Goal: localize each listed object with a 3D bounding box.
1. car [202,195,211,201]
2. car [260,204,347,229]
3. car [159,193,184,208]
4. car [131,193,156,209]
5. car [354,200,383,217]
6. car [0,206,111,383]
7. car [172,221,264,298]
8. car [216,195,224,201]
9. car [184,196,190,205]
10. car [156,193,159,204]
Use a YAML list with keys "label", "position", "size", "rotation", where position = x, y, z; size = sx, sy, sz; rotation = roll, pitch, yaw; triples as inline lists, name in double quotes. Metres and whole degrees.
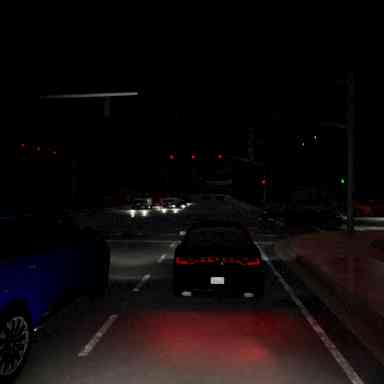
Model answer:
- label: "car"
  position: [3.639, 1.524, 84.720]
  size: [1.812, 1.442, 4.674]
  rotation: [0, 0, 5]
- label: "car"
  position: [6.797, 1.491, 21.011]
  size: [4.902, 1.511, 2.128]
  rotation: [0, 0, 5]
- label: "car"
  position: [-2.894, 1.221, 48.923]
  size: [2.150, 2.045, 5.566]
  rotation: [0, 0, 5]
- label: "car"
  position: [-6.724, 1.221, 45.313]
  size: [2.150, 2.045, 5.566]
  rotation: [0, 0, 3]
- label: "car"
  position: [16.746, 1.478, 30.951]
  size: [5.008, 1.535, 1.882]
  rotation: [0, 0, 5]
- label: "car"
  position: [-3.075, 1.221, 5.481]
  size: [2.150, 2.045, 5.566]
  rotation: [0, 0, 3]
- label: "car"
  position: [0.646, 1.478, 8.590]
  size: [1.882, 1.535, 5.008]
  rotation: [0, 0, 4]
- label: "car"
  position: [7.156, 1.552, 84.781]
  size: [1.994, 1.385, 4.181]
  rotation: [0, 0, 5]
- label: "car"
  position: [-2.084, 1.352, 58.580]
  size: [2.097, 1.767, 4.553]
  rotation: [0, 0, 5]
- label: "car"
  position: [-5.848, 1.221, 55.623]
  size: [2.150, 2.045, 5.566]
  rotation: [0, 0, 5]
